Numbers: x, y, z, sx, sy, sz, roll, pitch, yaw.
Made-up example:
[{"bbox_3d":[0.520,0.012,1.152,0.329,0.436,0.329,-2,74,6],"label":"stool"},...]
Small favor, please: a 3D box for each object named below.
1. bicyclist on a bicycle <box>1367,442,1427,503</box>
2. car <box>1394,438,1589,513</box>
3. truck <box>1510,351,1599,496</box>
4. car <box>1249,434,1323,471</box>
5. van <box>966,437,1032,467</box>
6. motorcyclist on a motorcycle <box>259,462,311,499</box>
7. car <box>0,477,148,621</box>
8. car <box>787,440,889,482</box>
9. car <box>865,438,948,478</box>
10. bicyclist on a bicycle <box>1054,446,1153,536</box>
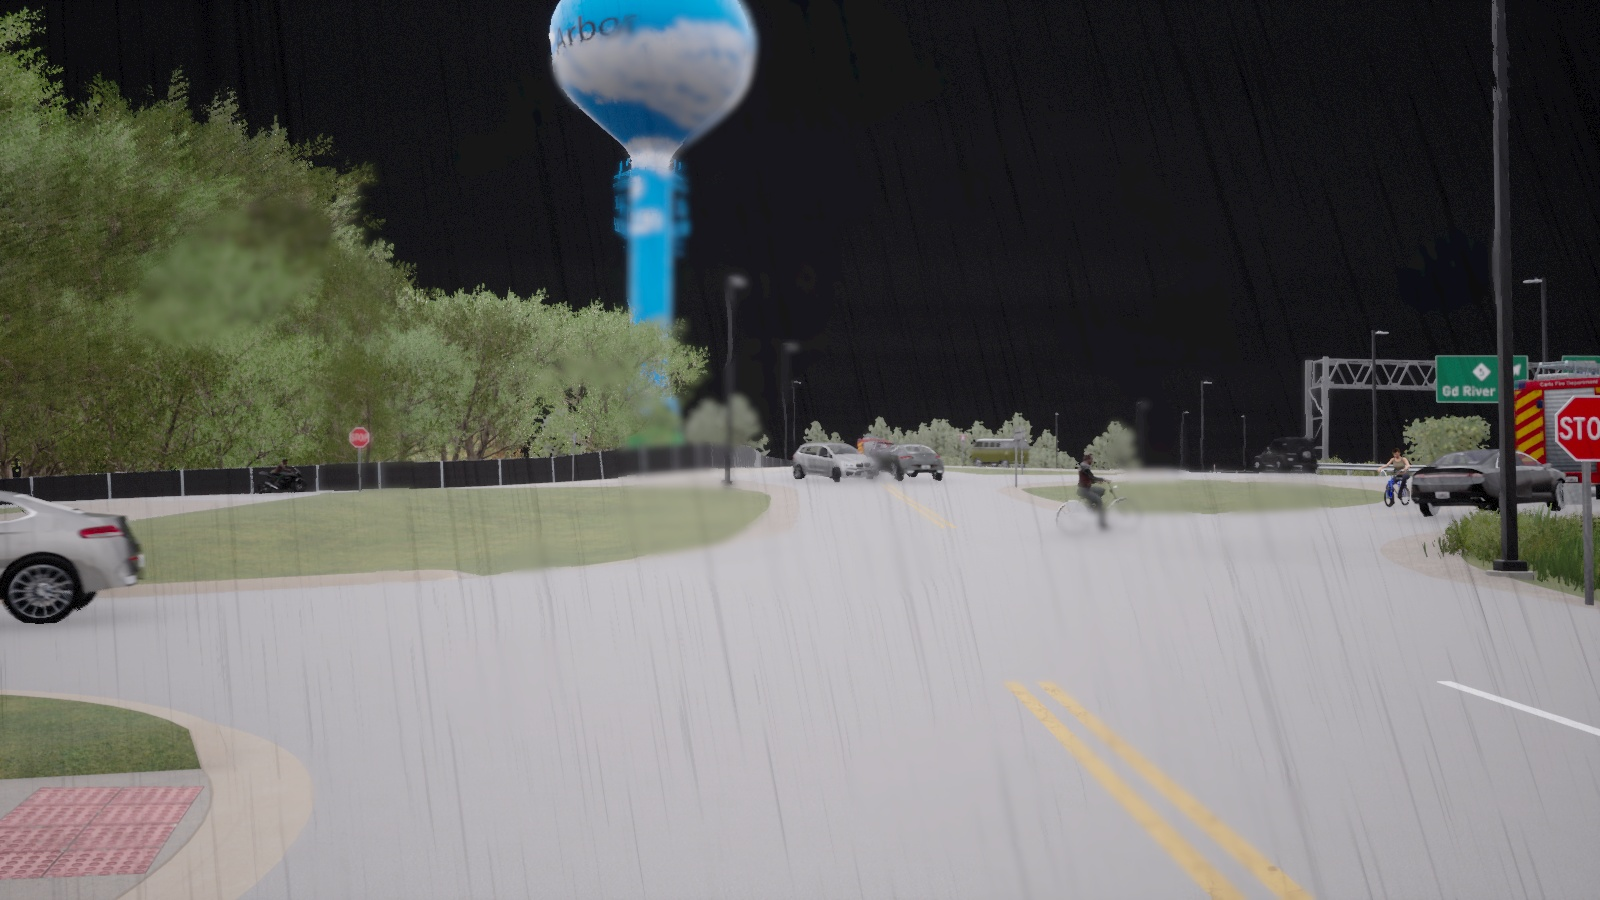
[{"bbox_3d":[16.471,0.621,34.637,1.509,1.612,0.866,-2,-1,-41],"label":"bicyclist on a bicycle"},{"bbox_3d":[16.148,0.569,29.234,4.902,1.511,2.128,-2,-1,-38],"label":"car"},{"bbox_3d":[23.893,-0.755,36.631,8.468,3.827,2.891,-1,-1,-42],"label":"truck"},{"bbox_3d":[25.602,0.135,66.300,1.905,1.878,3.866,1,0,-10],"label":"car"},{"bbox_3d":[13.484,0.120,85.351,1.775,1.987,4.442,1,-1,-36],"label":"van"},{"bbox_3d":[-22.405,1.321,54.673,2.044,1.523,0.797,-2,1,-23],"label":"motorcyclist on a motorcycle"},{"bbox_3d":[-10.828,1.244,15.208,5.027,1.651,2.152,-1,-2,-23],"label":"car"},{"bbox_3d":[1.625,0.448,55.467,2.242,1.667,4.611,-1,2,-33],"label":"car"},{"bbox_3d":[4.808,0.328,57.324,2.152,1.651,5.027,-1,1,-16],"label":"car"},{"bbox_3d":[6.563,0.888,27.208,1.843,1.776,0.659,-4,-2,3],"label":"bicyclist on a bicycle"}]
